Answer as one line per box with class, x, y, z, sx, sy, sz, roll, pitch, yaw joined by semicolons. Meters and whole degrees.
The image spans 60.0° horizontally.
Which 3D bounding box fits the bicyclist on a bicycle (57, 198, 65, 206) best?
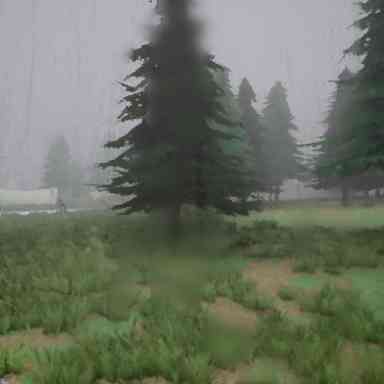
bicyclist on a bicycle;-12.073;1.363;30.557;1.656;1.620;0.582;-1;0;35
